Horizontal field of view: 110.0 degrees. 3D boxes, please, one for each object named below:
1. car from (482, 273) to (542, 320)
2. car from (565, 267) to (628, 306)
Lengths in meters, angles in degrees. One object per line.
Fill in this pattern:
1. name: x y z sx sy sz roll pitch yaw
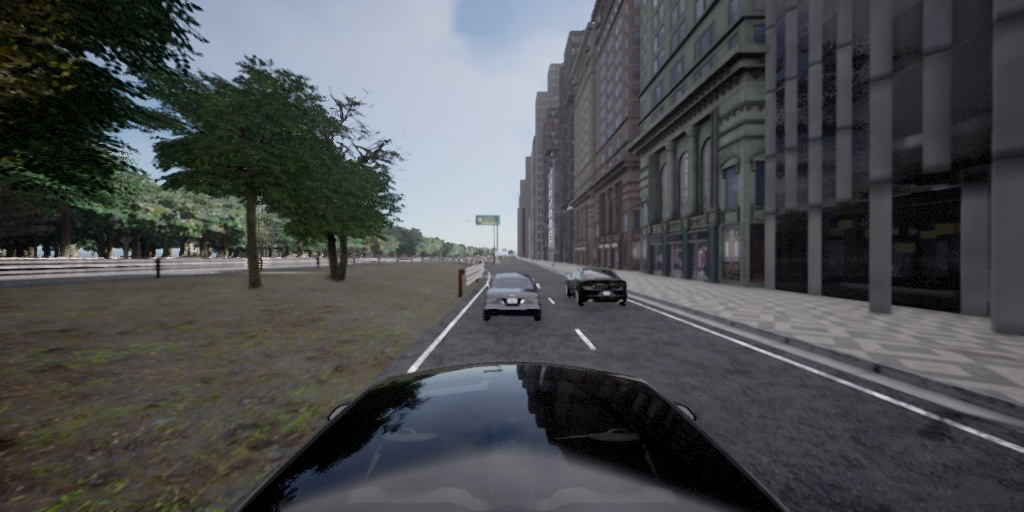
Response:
1. car: 0.021 1.295 12.515 2.033 1.411 5.357 0 0 0
2. car: 3.554 1.223 15.840 1.882 1.535 5.008 0 0 1
